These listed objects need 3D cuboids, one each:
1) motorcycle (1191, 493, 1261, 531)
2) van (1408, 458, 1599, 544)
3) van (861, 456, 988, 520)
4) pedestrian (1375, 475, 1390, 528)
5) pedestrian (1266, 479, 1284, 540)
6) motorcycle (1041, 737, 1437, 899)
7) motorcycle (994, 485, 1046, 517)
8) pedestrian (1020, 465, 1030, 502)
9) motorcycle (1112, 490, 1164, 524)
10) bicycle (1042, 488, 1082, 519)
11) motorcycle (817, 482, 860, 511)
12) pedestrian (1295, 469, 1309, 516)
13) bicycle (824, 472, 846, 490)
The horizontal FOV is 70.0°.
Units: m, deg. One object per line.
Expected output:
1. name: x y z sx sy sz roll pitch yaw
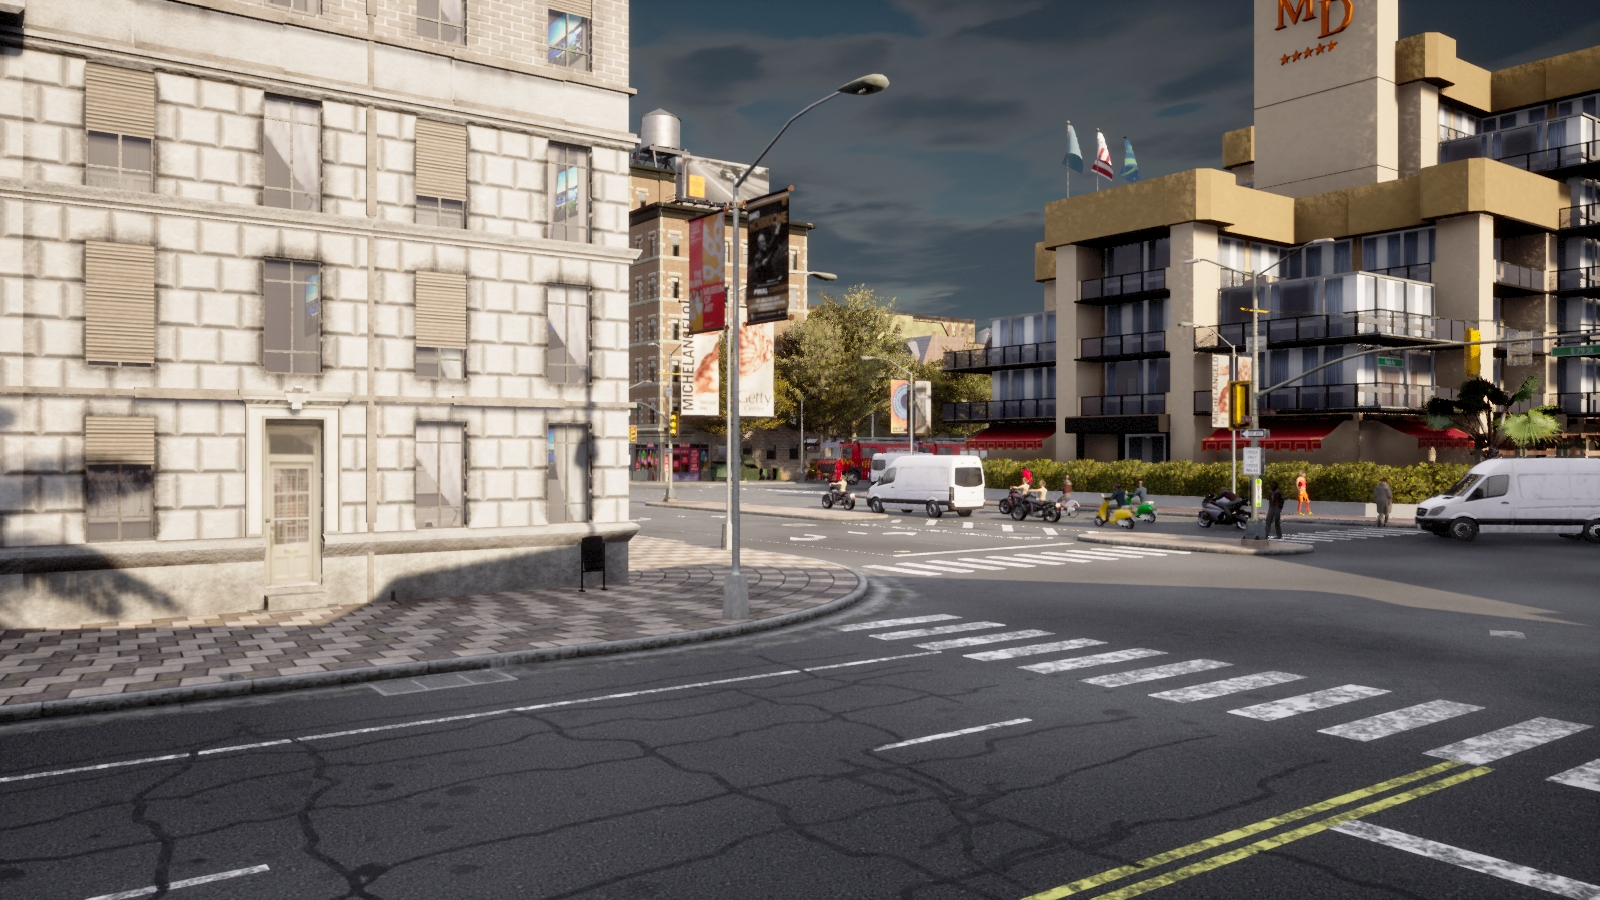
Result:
1. motorcycle: 15.193 2.205 40.836 0.867 1.251 2.209 0 0 -39
2. van: 22.452 1.535 35.550 5.915 2.561 1.988 0 0 12
3. van: 5.246 1.534 49.039 1.988 2.561 5.915 0 0 -36
4. pedestrian: 20.975 1.845 41.163 0.375 1.860 0.375 0 0 -42
5. pedestrian: 14.722 1.849 35.413 0.375 1.860 0.375 0 0 -35
6. motorcycle: 2.199 2.213 5.612 2.033 1.145 0.803 0 0 -34
7. motorcycle: 9.406 2.170 48.968 0.764 1.277 2.356 0 0 -34
8. pedestrian: 11.495 1.696 58.426 0.375 1.860 0.375 0 0 -39
9. motorcycle: 13.079 2.182 44.246 0.856 1.236 1.805 0 0 -36
10. bicycle: 10.851 2.210 47.360 0.329 1.171 1.835 0 0 -36
11. motorcycle: 1.797 2.170 53.778 0.764 1.277 2.356 0 0 -37
12. pedestrian: 20.090 1.697 45.747 0.375 1.860 0.375 0 0 -27
13. bicycle: 2.506 2.210 81.661 1.835 1.171 0.329 0 0 -42
